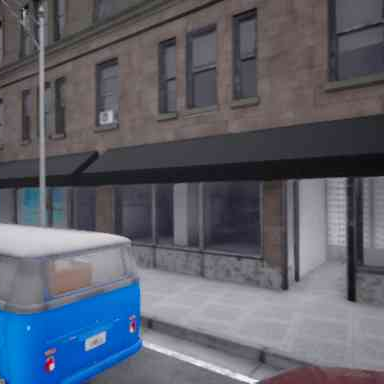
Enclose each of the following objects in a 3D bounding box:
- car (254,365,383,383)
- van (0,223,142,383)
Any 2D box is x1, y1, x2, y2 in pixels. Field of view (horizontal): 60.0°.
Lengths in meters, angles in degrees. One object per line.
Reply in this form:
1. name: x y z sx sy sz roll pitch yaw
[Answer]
1. car: 2.072 1.572 1.370 4.206 1.307 1.802 -1 0 36
2. van: -2.545 1.387 4.664 3.998 1.788 1.690 -1 0 36
